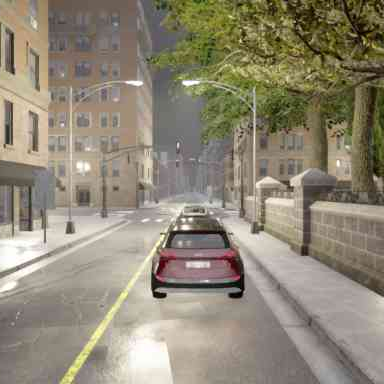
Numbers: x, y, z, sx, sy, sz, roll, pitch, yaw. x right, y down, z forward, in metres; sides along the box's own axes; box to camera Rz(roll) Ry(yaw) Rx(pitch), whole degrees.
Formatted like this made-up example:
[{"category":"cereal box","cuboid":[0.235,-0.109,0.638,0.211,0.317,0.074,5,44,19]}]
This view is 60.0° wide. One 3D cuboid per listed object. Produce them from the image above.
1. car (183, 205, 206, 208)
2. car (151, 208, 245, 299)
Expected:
[{"category":"car","cuboid":[0.141,1.503,18.339,1.837,1.490,4.892,0,0,0]},{"category":"car","cuboid":[0.119,1.430,8.492,2.033,1.649,4.856,0,0,0]}]
